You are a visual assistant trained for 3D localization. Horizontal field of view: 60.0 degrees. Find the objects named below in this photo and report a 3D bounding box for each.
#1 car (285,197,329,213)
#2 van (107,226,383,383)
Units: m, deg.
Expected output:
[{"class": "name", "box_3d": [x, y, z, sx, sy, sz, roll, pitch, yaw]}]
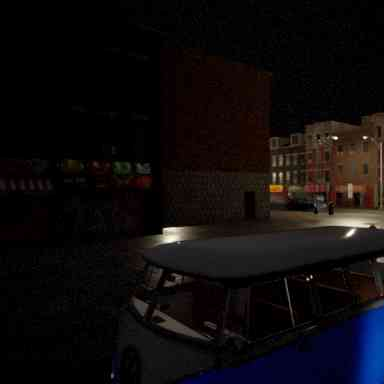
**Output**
[{"class": "car", "box_3d": [12.478, 1.352, 36.182, 2.097, 1.767, 4.553, 0, 0, -35]}, {"class": "van", "box_3d": [1.124, 1.341, 3.624, 3.998, 1.788, 1.690, 0, 0, -36]}]
